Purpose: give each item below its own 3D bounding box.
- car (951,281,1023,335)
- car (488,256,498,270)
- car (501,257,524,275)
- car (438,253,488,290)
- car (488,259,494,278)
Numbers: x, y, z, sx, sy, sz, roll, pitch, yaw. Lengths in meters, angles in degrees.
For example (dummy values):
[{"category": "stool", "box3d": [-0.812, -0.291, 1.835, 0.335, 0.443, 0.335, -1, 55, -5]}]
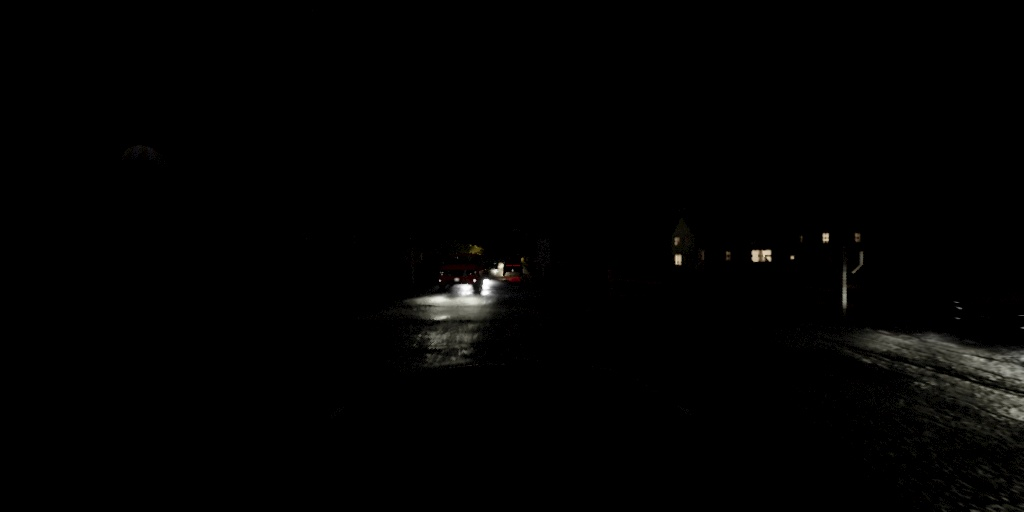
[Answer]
[{"category": "car", "box3d": [13.779, 1.211, 8.703, 5.008, 1.535, 1.882, 0, 1, -2]}, {"category": "car", "box3d": [-2.876, 0.834, 46.302, 2.097, 1.767, 4.553, 0, 0, 0]}, {"category": "car", "box3d": [0.066, 1.027, 34.951, 1.837, 1.490, 4.892, 0, 0, 0]}, {"category": "car", "box3d": [-2.874, 0.843, 21.397, 2.150, 2.045, 5.566, 0, 0, 0]}, {"category": "car", "box3d": [-2.875, 1.161, 31.584, 1.895, 1.301, 4.718, 0, 0, 0]}]
